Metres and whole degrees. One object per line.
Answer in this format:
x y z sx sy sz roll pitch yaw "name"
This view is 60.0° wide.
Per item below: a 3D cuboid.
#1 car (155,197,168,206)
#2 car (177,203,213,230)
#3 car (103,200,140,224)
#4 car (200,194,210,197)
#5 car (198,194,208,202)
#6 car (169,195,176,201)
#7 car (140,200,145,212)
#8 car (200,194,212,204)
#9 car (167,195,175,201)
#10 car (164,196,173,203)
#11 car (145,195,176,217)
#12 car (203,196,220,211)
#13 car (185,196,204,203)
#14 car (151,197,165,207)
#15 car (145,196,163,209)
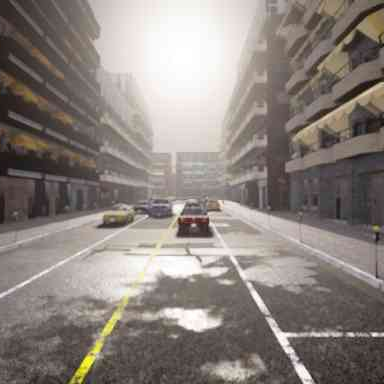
-5.286 1.545 57.902 1.752 1.417 4.829 1 0 0 "car"
0.101 1.598 20.962 1.895 1.301 4.718 0 0 0 "car"
-5.295 1.522 24.518 1.752 1.417 4.829 1 0 0 "car"
2.594 1.453 52.535 1.967 1.590 4.097 1 0 0 "car"
2.603 1.376 80.354 2.192 1.841 5.009 1 0 0 "car"
-5.257 1.615 91.287 1.752 1.417 4.829 1 0 0 "car"
-5.293 1.565 35.815 1.947 1.339 4.313 1 0 0 "car"
2.598 1.343 63.664 2.192 1.841 5.009 1 0 0 "car"
-5.268 1.600 85.723 1.752 1.417 4.829 1 0 0 "car"
-5.287 1.574 74.595 1.752 1.417 4.829 1 0 0 "car"
-2.833 1.350 31.097 2.097 1.767 4.553 0 0 0 "car"
2.589 1.527 41.578 1.752 1.417 4.829 1 0 0 "car"
0.110 1.565 39.611 1.994 1.385 4.181 0 0 0 "car"
-5.287 1.538 52.338 1.752 1.417 4.829 1 0 0 "car"
-5.288 1.447 46.945 1.967 1.590 4.097 1 0 0 "car"
